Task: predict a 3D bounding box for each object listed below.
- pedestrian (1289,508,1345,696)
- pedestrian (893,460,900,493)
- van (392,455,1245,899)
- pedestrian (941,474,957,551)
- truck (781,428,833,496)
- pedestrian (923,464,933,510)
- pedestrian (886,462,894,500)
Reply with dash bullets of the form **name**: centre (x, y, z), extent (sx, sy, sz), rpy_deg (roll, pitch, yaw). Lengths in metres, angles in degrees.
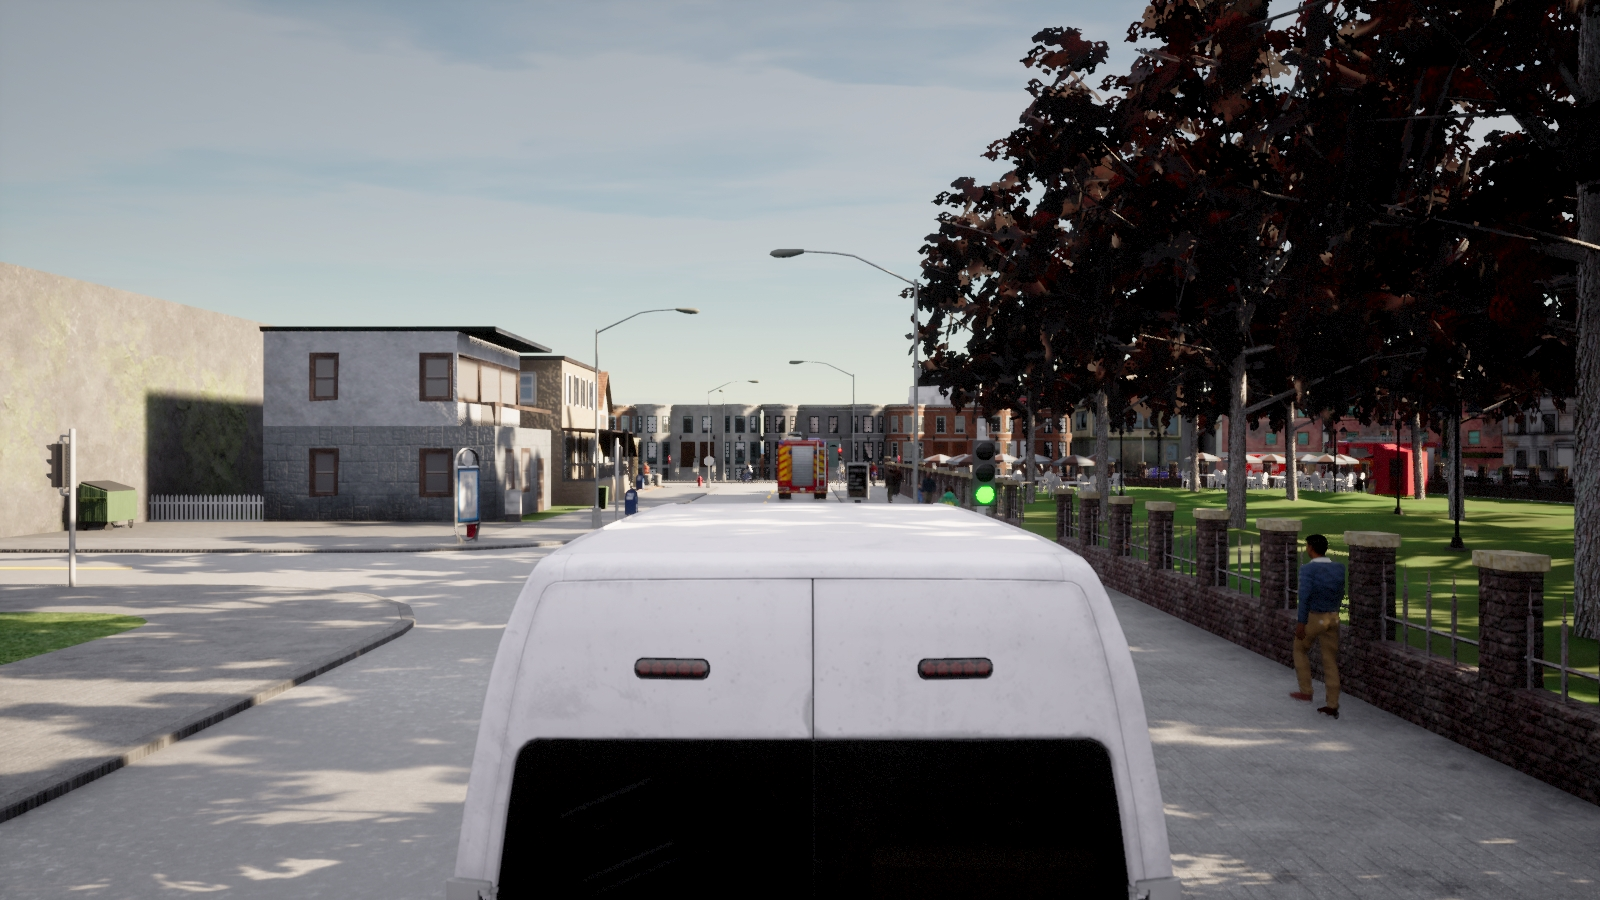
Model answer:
- **pedestrian**: centre (5.254, 1.526, 11.612), extent (0.375, 1.860, 0.375), rpy_deg (0, 0, -9)
- **pedestrian**: centre (5.512, 1.525, 65.280), extent (0.375, 1.860, 0.375), rpy_deg (0, 0, -1)
- **van**: centre (0.036, 1.314, 5.623), extent (1.988, 2.561, 5.915), rpy_deg (0, 0, 0)
- **pedestrian**: centre (3.641, 1.525, 27.961), extent (0.375, 1.860, 0.375), rpy_deg (0, 0, 7)
- **truck**: centre (0.406, 0.670, 68.058), extent (2.891, 3.827, 8.468), rpy_deg (0, 0, 0)
- **pedestrian**: centre (5.296, 1.525, 47.264), extent (0.375, 1.860, 0.375), rpy_deg (0, 0, 4)
- **pedestrian**: centre (4.407, 1.525, 56.036), extent (0.375, 1.860, 0.375), rpy_deg (0, 0, 0)
